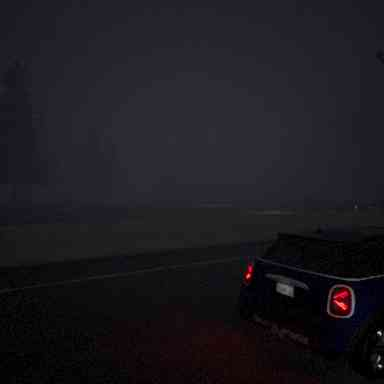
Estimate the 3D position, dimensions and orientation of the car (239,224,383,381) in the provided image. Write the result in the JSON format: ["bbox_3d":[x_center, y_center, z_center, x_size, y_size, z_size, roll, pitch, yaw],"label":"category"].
[{"bbox_3d":[3.051,1.364,5.700,4.553,1.767,2.097,1,0,-33],"label":"car"}]

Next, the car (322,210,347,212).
[{"bbox_3d":[15.427,1.573,33.101,4.892,1.490,1.837,0,0,-26],"label":"car"}]

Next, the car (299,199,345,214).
[{"bbox_3d":[14.303,1.557,36.446,4.892,1.490,1.837,1,0,-26],"label":"car"}]

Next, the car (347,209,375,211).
[{"bbox_3d":[16.557,1.436,29.745,4.553,1.767,2.097,0,0,-26],"label":"car"}]
